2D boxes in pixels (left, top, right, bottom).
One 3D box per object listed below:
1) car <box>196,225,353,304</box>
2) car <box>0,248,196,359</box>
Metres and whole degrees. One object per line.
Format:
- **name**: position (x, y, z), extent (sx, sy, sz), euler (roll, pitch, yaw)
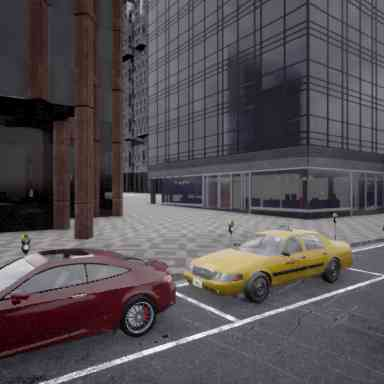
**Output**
- **car**: position (2.064, 1.525, 8.159), extent (4.829, 1.417, 1.752), euler (0, 0, -36)
- **car**: position (-2.209, 1.582, 5.078), extent (4.206, 1.307, 1.802), euler (0, 0, -36)
